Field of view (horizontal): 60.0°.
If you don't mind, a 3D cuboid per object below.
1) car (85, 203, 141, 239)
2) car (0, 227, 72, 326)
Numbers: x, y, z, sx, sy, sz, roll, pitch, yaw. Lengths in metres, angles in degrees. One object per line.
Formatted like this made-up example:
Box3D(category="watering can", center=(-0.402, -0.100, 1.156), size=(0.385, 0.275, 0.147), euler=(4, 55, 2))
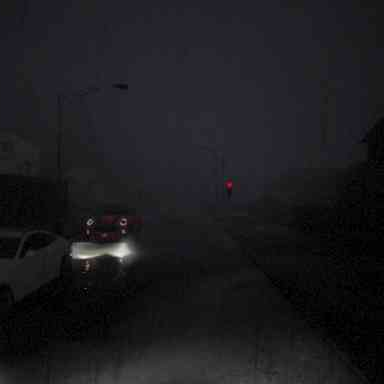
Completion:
Box3D(category="car", center=(-4.013, 1.417, 17.548), size=(2.097, 1.767, 4.553), euler=(0, 0, 0))
Box3D(category="car", center=(-4.098, 1.546, 7.202), size=(1.812, 1.442, 4.674), euler=(0, 0, 0))
